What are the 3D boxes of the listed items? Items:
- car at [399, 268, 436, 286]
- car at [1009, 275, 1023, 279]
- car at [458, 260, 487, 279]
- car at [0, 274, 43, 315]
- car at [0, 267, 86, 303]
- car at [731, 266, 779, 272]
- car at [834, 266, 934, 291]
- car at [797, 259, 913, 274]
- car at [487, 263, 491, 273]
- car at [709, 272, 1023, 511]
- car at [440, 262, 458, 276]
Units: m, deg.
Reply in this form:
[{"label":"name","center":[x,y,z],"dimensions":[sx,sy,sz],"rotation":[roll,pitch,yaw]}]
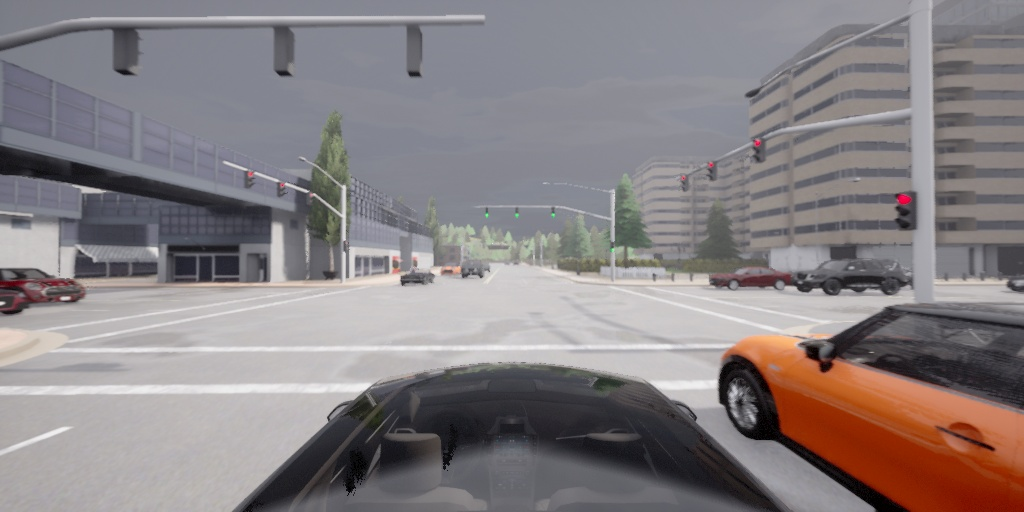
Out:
[{"label":"car","center":[-7.464,1.666,28.628],"dimensions":[1.895,1.301,4.718],"rotation":[0,-1,-1]},{"label":"car","center":[32.060,1.432,20.940],"dimensions":[4.902,1.511,2.128],"rotation":[0,-1,-1]},{"label":"car","center":[-4.242,1.408,39.470],"dimensions":[2.150,2.045,5.566],"rotation":[0,-1,-1]},{"label":"car","center":[-19.595,1.454,12.302],"dimensions":[4.181,1.385,1.994],"rotation":[0,-1,0]},{"label":"car","center":[-21.888,1.284,15.783],"dimensions":[4.553,1.767,2.097],"rotation":[0,-1,0]},{"label":"car","center":[15.975,1.470,24.204],"dimensions":[5.008,1.535,1.882],"rotation":[0,-1,-1]},{"label":"car","center":[25.142,1.487,24.340],"dimensions":[4.892,1.490,1.837],"rotation":[-1,-1,-1]},{"label":"car","center":[19.385,1.171,20.758],"dimensions":[5.566,2.045,2.150],"rotation":[0,-1,-1]},{"label":"car","center":[-4.400,1.905,57.933],"dimensions":[1.837,1.490,4.892],"rotation":[0,-1,0]},{"label":"car","center":[3.581,1.109,2.596],"dimensions":[2.097,1.767,4.553],"rotation":[0,-1,0]},{"label":"car","center":[-7.811,1.616,45.965],"dimensions":[2.097,1.767,4.553],"rotation":[0,-1,-1]}]
